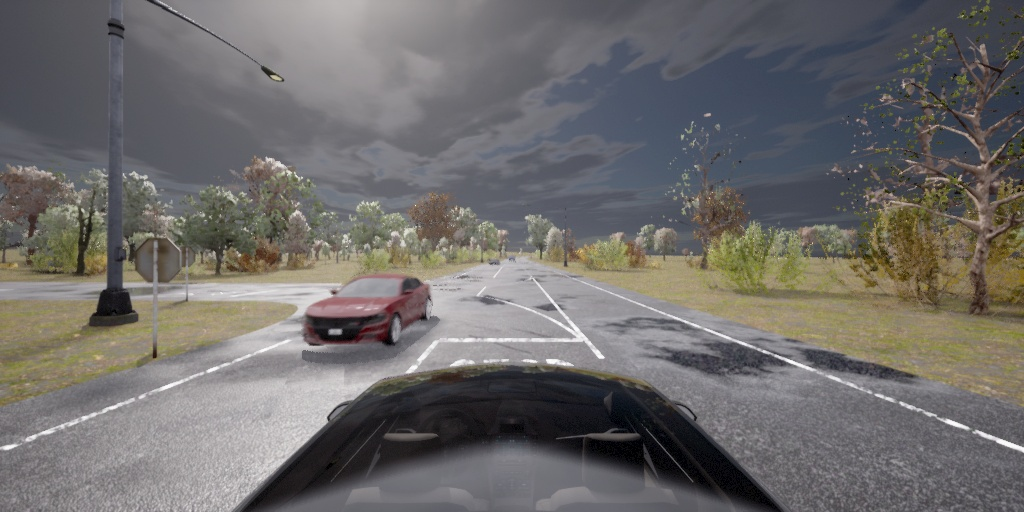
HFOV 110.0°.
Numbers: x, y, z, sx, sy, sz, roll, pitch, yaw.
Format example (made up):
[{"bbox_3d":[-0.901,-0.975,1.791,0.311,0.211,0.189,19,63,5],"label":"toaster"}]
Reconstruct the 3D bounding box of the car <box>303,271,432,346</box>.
[{"bbox_3d":[-3.498,1.221,9.603,1.882,1.535,5.008,0,0,0],"label":"car"}]
